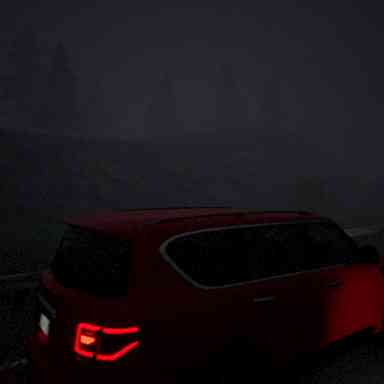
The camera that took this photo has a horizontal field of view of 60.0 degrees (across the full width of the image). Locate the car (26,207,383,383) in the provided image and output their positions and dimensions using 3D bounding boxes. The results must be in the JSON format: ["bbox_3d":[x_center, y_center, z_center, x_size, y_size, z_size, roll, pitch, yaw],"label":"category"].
[{"bbox_3d":[0.879,1.223,4.471,5.566,2.045,2.150,0,0,-36],"label":"car"}]
